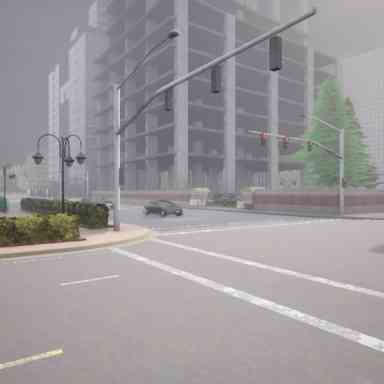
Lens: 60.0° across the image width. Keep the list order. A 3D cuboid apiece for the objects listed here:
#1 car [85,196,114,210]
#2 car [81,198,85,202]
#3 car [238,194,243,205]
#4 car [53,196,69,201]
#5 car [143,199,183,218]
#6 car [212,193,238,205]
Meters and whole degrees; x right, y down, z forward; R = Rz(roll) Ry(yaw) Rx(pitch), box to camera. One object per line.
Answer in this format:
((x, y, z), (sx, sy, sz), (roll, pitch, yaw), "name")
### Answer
((-11.206, 1.436, 41.430), (2.128, 1.511, 4.902), (0, 0, -36), "car")
((-20.676, 1.545, 66.696), (1.895, 1.301, 4.718), (0, 0, -36), "car")
((7.382, 1.114, 55.179), (1.905, 1.878, 3.866), (0, 0, -36), "car")
((-22.547, 1.438, 57.185), (2.128, 1.511, 4.902), (0, 0, -36), "car")
((-2.650, 1.451, 29.657), (1.837, 1.490, 4.892), (0, 0, -36), "car")
((4.993, 1.114, 53.464), (1.905, 1.878, 3.866), (0, 0, -36), "car")
